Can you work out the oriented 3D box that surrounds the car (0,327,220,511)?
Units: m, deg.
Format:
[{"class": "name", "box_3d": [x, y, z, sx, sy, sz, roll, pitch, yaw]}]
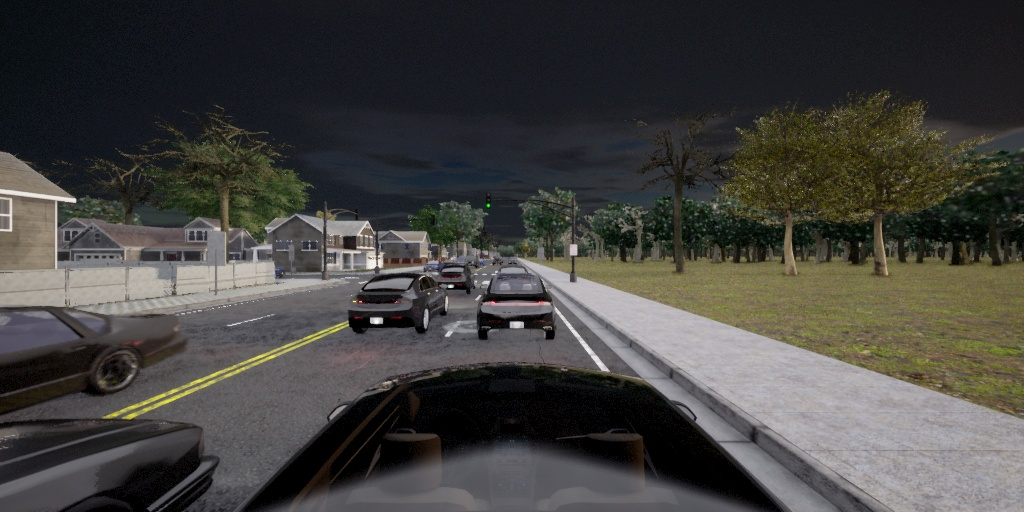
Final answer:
[{"class": "car", "box_3d": [-3.160, 1.298, 0.195, 2.033, 1.411, 5.357, 0, 0, 1]}]

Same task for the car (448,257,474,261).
[{"class": "car", "box_3d": [-6.542, 1.233, 45.437, 2.128, 1.511, 4.902, 0, 0, 0]}]

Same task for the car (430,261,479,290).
[{"class": "car", "box_3d": [-3.116, 1.256, 20.403, 1.837, 1.490, 4.892, 0, 0, -1]}]

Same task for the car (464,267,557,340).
[{"class": "car", "box_3d": [0.110, 1.242, 9.990, 2.128, 1.511, 4.902, 0, 0, 0]}]

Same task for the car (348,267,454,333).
[{"class": "car", "box_3d": [-3.137, 1.255, 10.742, 1.837, 1.490, 4.892, 0, 0, 0]}]

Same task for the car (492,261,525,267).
[{"class": "car", "box_3d": [0.057, 1.227, 19.774, 1.882, 1.535, 5.008, 0, 0, 1]}]

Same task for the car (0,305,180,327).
[{"class": "car", "box_3d": [-6.596, 1.298, 3.862, 2.033, 1.411, 5.357, 0, 0, 0]}]

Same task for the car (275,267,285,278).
[{"class": "car", "box_3d": [-22.708, 1.258, 31.575, 5.008, 1.535, 1.882, 0, 0, 0]}]

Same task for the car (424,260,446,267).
[{"class": "car", "box_3d": [-9.794, 1.268, 45.193, 1.812, 1.442, 4.674, 0, 0, 0]}]

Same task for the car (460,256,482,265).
[{"class": "car", "box_3d": [-6.527, 0.954, 57.789, 2.150, 2.045, 5.566, 0, 0, 0]}]

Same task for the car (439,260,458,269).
[{"class": "car", "box_3d": [-9.769, 1.280, 55.806, 2.033, 1.411, 5.357, 0, 0, 0]}]
